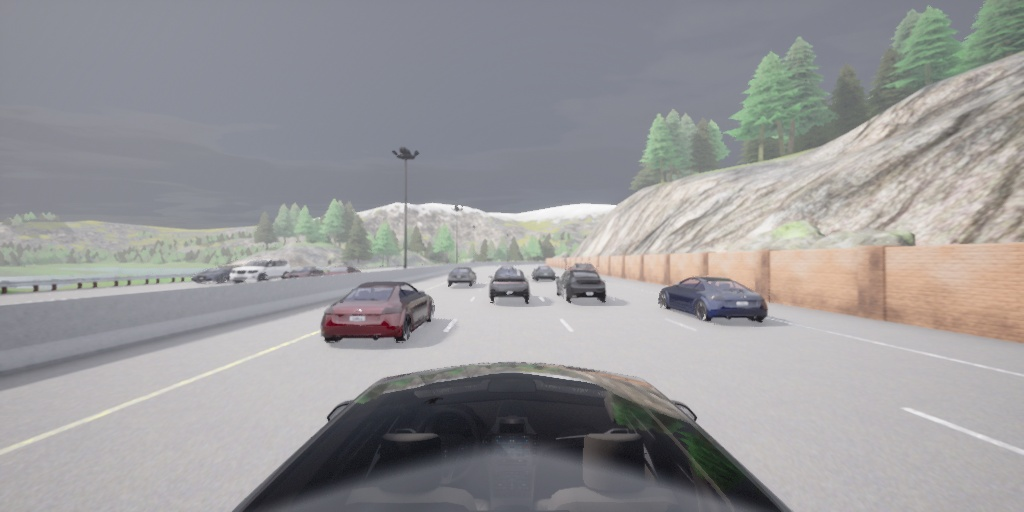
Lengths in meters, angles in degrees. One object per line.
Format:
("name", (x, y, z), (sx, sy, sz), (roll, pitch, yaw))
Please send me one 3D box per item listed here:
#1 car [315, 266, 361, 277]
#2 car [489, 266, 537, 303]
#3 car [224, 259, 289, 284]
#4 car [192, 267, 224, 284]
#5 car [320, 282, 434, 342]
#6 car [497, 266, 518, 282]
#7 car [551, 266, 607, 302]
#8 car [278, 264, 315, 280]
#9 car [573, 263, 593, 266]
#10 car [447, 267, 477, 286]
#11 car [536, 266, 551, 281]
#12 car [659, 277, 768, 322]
("car", (-14.580, 1.584, 30.831), (1.812, 1.442, 4.674), (0, -1, -1))
("car", (-0.143, 1.410, 17.920), (2.128, 1.511, 4.902), (0, -1, -1))
("car", (-21.588, 1.287, 31.183), (2.150, 2.045, 5.566), (0, -1, -1))
("car", (-25.082, 1.626, 30.932), (1.994, 1.385, 4.181), (0, -1, -1))
("car", (-3.512, 1.402, 10.083), (1.994, 1.385, 4.181), (0, -1, -1))
("car", (-0.455, 1.660, 34.847), (1.994, 1.385, 4.181), (0, -1, -1))
("car", (3.355, 1.425, 18.082), (1.837, 1.490, 4.892), (0, -1, -1))
("car", (-18.093, 1.631, 31.572), (1.994, 1.385, 4.181), (0, -1, -1))
("car", (6.565, 1.435, 33.853), (2.097, 1.767, 4.553), (0, -1, -1))
("car", (-3.828, 1.573, 28.014), (2.033, 1.411, 5.357), (0, -1, -1))
("car", (3.047, 1.658, 34.786), (1.994, 1.385, 4.181), (0, -1, -1))
("car", (6.945, 1.428, 12.860), (1.994, 1.385, 4.181), (0, -1, -1))
